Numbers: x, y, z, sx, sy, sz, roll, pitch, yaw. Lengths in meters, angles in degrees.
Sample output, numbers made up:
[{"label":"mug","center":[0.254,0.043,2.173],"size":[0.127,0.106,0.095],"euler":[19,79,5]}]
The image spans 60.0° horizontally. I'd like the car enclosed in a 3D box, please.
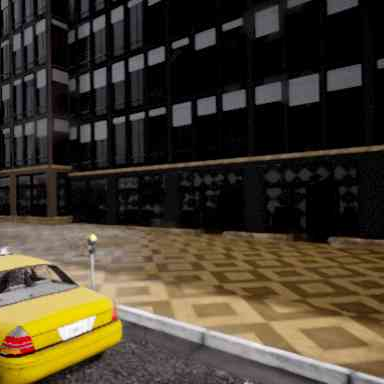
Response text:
[{"label":"car","center":[-3.204,1.543,5.176],"size":[4.829,1.417,1.752],"euler":[0,-1,36]}]
